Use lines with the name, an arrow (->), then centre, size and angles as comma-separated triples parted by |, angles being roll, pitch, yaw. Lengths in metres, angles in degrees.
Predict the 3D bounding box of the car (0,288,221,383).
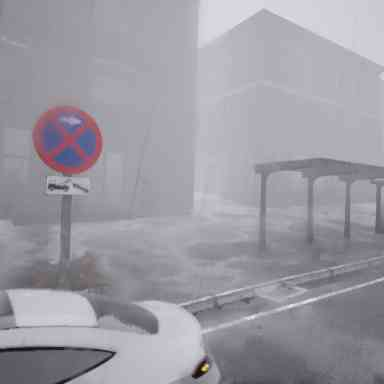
car -> -1.929, 1.527, 2.185 | 4.674, 1.442, 1.812 | 0, 0, -34
